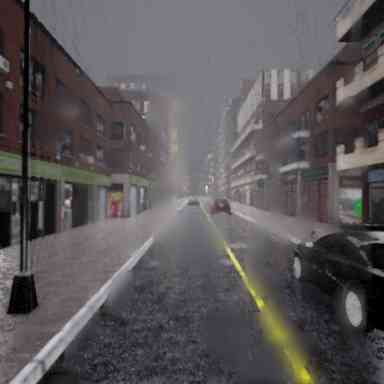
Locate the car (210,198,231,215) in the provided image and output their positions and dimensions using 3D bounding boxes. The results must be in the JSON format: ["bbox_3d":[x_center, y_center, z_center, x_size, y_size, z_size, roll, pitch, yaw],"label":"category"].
[{"bbox_3d":[3.022,1.479,36.141,2.097,1.767,4.553,0,0,1],"label":"car"}]

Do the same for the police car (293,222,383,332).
[{"bbox_3d":[3.603,1.465,7.032,1.930,1.638,5.238,0,0,0],"label":"police car"}]

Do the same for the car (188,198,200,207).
[{"bbox_3d":[0.312,1.743,55.749,1.994,1.385,4.181,0,0,0],"label":"car"}]
